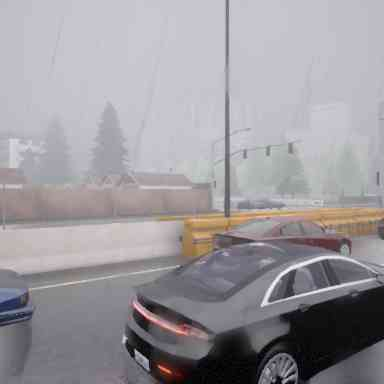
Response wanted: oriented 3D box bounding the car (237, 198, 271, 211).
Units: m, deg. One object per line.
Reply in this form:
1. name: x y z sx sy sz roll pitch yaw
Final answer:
1. car: 7.424 1.564 41.404 1.994 1.385 4.181 0 0 -26

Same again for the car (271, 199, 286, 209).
1. car: 9.951 1.547 44.616 2.033 1.411 5.357 0 0 -35

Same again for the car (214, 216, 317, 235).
1. car: 2.894 1.478 10.129 5.008 1.535 1.882 0 0 -36

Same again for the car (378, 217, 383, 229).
1. car: 10.606 1.505 15.659 4.892 1.490 1.837 0 0 -36

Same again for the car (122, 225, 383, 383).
1. car: 1.456 1.491 4.796 4.902 1.511 2.128 0 0 -36

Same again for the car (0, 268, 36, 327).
1. car: -5.105 1.547 4.398 5.357 1.411 2.033 0 0 -36
